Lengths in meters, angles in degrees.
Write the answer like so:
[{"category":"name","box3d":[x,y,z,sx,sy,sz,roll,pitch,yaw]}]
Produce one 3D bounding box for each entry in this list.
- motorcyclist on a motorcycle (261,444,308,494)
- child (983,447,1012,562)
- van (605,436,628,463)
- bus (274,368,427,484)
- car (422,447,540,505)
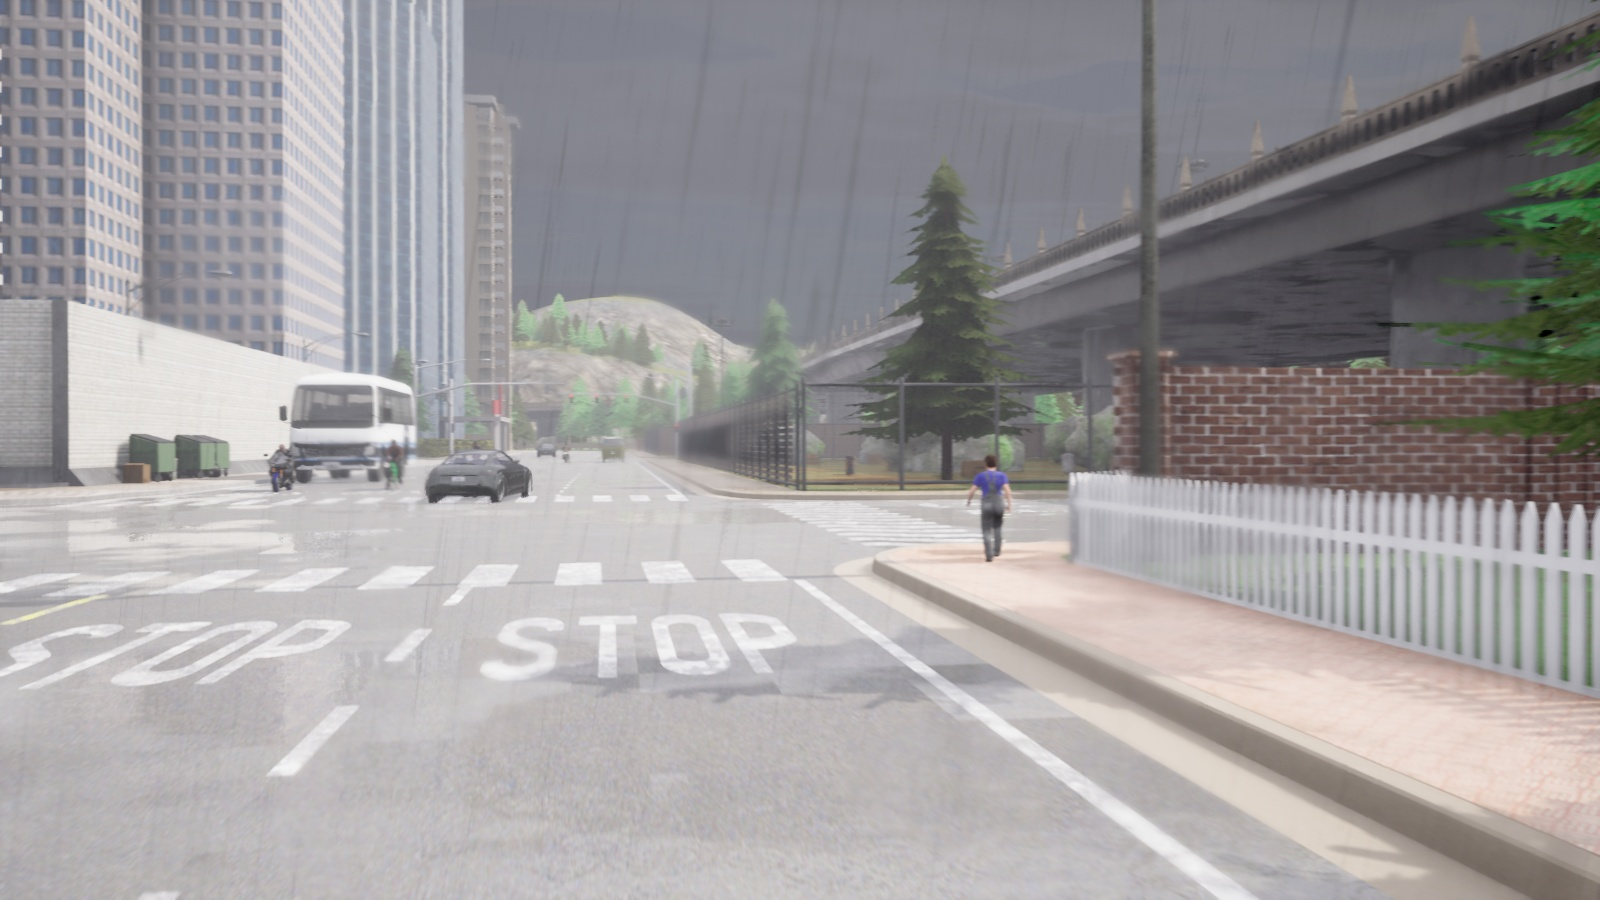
[{"category":"motorcyclist on a motorcycle","box3d":[-16.253,0.566,39.661,0.866,1.530,2.191,0,0,-8]},{"category":"child","box3d":[2.215,0.600,14.073,0.270,1.263,0.437,0,0,2]},{"category":"van","box3d":[-14.270,-0.045,97.572,1.775,1.987,4.442,0,0,-8]},{"category":"bus","box3d":[-17.966,-0.910,51.137,3.944,4.253,10.273,0,0,-8]},{"category":"car","box3d":[-8.562,0.651,34.110,1.994,1.385,4.181,0,1,2]}]
